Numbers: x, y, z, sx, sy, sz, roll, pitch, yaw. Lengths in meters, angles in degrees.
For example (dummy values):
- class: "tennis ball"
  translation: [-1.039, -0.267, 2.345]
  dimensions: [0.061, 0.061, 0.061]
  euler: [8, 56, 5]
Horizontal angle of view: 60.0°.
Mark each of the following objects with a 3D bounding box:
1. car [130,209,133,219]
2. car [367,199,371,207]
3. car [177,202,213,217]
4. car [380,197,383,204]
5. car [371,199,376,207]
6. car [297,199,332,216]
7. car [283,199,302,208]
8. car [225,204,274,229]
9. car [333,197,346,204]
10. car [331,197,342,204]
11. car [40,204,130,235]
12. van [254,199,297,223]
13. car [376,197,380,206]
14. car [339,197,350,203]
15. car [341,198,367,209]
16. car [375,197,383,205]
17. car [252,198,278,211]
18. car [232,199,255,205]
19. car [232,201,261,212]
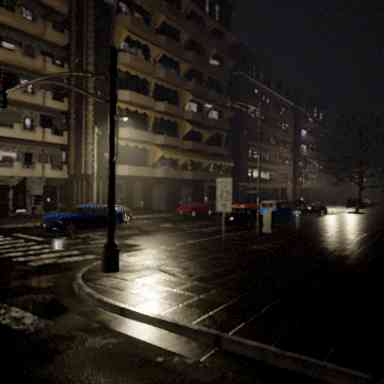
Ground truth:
- class: "car"
  translation: [-6.219, 1.566, 24.065]
  dimensions: [2.008, 1.369, 4.403]
  euler: [1, 0, 36]
- class: "car"
  translation: [30.042, 2.170, 59.201]
  dimensions: [1.802, 1.307, 4.206]
  euler: [1, 0, 36]
- class: "car"
  translation: [0.341, 1.652, 32.978]
  dimensions: [1.887, 1.381, 4.507]
  euler: [1, 0, 36]
- class: "car"
  translation: [39.881, 2.270, 72.571]
  dimensions: [2.008, 1.369, 4.403]
  euler: [1, 0, 36]
- class: "car"
  translation: [33.323, 2.073, 63.658]
  dimensions: [1.967, 1.590, 4.097]
  euler: [1, 0, 36]
- class: "car"
  translation: [13.645, 1.804, 36.919]
  dimensions: [1.967, 1.590, 4.097]
  euler: [1, 0, 36]
- class: "car"
  translation: [16.739, 1.916, 55.261]
  dimensions: [1.802, 1.307, 4.206]
  euler: [1, 0, 36]
- class: "car"
  translation: [3.804, 1.793, 23.548]
  dimensions: [1.947, 1.339, 4.313]
  euler: [1, 0, 36]
- class: "car"
  translation: [36.419, 2.036, 82.001]
  dimensions: [1.967, 1.590, 4.097]
  euler: [1, 0, 36]
- class: "car"
  translation: [33.138, 2.119, 77.544]
  dimensions: [1.947, 1.339, 4.313]
  euler: [1, 0, 36]
- class: "car"
  translation: [-6.295, 1.514, 19.517]
  dimensions: [1.882, 1.535, 5.008]
  euler: [1, 0, 36]
- class: "van"
  translation: [7.087, 1.614, 28.005]
  dimensions: [1.690, 1.788, 3.998]
  euler: [1, 0, 36]
- class: "car"
  translation: [36.602, 2.221, 68.114]
  dimensions: [1.887, 1.381, 4.507]
  euler: [1, 0, 36]
- class: "car"
  translation: [39.597, 2.163, 86.320]
  dimensions: [1.752, 1.417, 4.829]
  euler: [1, 0, 36]
- class: "car"
  translation: [26.766, 1.859, 54.745]
  dimensions: [2.192, 1.841, 5.009]
  euler: [1, 0, 36]
- class: "car"
  translation: [46.445, 2.120, 81.484]
  dimensions: [2.192, 1.841, 5.009]
  euler: [1, 0, 36]
- class: "car"
  translation: [10.181, 1.684, 46.348]
  dimensions: [1.967, 1.590, 4.097]
  euler: [1, 0, 36]
- class: "car"
  translation: [5.497, 1.554, 35.595]
  dimensions: [2.097, 1.767, 4.553]
  euler: [1, 0, 36]
- class: "car"
  translation: [6.900, 1.780, 41.892]
  dimensions: [1.802, 1.307, 4.206]
  euler: [1, 0, 36]
